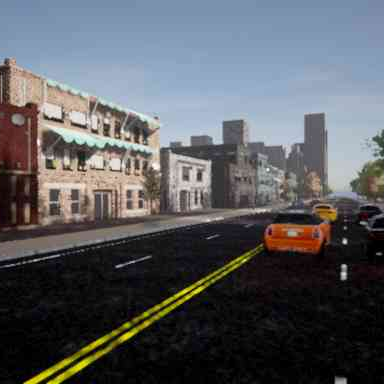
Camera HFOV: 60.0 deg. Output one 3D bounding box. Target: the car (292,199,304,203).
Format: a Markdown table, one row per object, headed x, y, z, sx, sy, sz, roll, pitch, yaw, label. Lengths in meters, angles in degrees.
| x | y | z | sx | sy | sz | roll | pitch | yaw | label |
| --- | --- | --- | --- | --- | --- | --- | --- | --- | --- |
| 19.917 | 2.136 | 62.601 | 2.128 | 1.511 | 4.902 | 0 | -1 | 25 | car |

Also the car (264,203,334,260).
| x | y | z | sx | sy | sz | roll | pitch | yaw | label |
| --- | --- | --- | --- | --- | --- | --- | --- | --- | --- |
| 4.391 | 1.490 | 13.469 | 2.097 | 1.767 | 4.553 | 0 | -1 | 25 | car |

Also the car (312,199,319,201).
| x | y | z | sx | sy | sz | roll | pitch | yaw | label |
| --- | --- | --- | --- | --- | --- | --- | --- | --- | --- |
| 22.865 | 2.098 | 61.229 | 1.882 | 1.535 | 5.008 | 0 | -1 | 25 | car |

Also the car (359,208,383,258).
| x | y | z | sx | sy | sz | roll | pitch | yaw | label |
| --- | --- | --- | --- | --- | --- | --- | --- | --- | --- |
| 7.692 | 1.606 | 12.847 | 1.882 | 1.535 | 5.008 | 0 | 0 | 25 | car |

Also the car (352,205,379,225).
| x | y | z | sx | sy | sz | roll | pitch | yaw | label |
| --- | --- | --- | --- | --- | --- | --- | --- | --- | --- |
| 13.682 | 1.766 | 25.808 | 1.837 | 1.490 | 4.892 | 0 | 0 | 25 | car |

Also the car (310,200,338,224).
| x | y | z | sx | sy | sz | roll | pitch | yaw | label |
| --- | --- | --- | --- | --- | --- | --- | --- | --- | --- |
| 11.046 | 1.760 | 27.832 | 1.882 | 1.535 | 5.008 | 0 | 0 | 25 | car |
